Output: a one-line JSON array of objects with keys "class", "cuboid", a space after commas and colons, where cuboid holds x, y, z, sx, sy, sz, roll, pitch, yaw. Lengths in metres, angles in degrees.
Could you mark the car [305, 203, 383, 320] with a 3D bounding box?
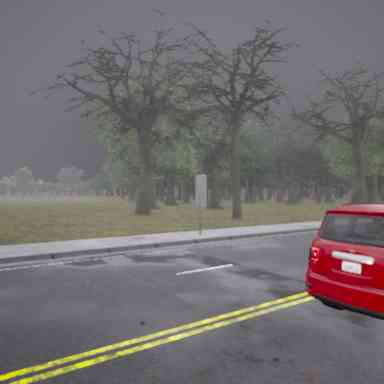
[{"class": "car", "cuboid": [4.614, 1.245, 6.590, 5.566, 2.045, 2.150, 0, 0, -35]}]
